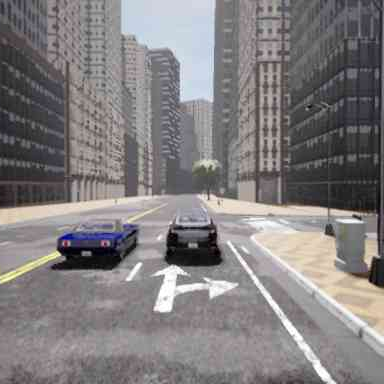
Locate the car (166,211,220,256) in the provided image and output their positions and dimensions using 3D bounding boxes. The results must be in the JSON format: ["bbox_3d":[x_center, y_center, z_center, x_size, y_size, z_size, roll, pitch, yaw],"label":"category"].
[{"bbox_3d":[0.054,1.487,12.984,2.128,1.511,4.902,0,0,1],"label":"car"}]

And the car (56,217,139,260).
[{"bbox_3d":[-3.201,1.596,12.393,1.895,1.301,4.718,0,0,1],"label":"car"}]
